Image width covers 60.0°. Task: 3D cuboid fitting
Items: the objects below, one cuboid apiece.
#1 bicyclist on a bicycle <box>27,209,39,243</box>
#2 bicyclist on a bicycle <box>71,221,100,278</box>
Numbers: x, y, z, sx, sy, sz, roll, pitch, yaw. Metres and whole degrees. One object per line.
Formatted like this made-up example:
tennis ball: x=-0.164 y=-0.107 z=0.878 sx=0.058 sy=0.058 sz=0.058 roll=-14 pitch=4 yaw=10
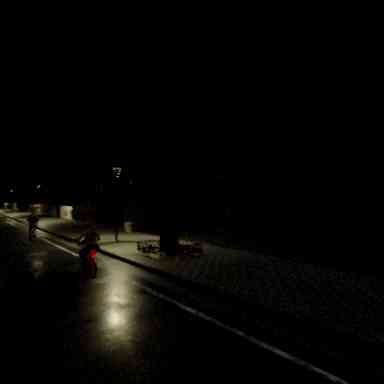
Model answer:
bicyclist on a bicycle: x=-8.454 y=1.786 z=17.641 sx=0.659 sy=1.776 sz=1.843 roll=1 pitch=-2 yaw=-35
bicyclist on a bicycle: x=-3.120 y=1.681 z=9.968 sx=0.866 sy=1.612 sz=1.509 roll=1 pitch=-2 yaw=-35
